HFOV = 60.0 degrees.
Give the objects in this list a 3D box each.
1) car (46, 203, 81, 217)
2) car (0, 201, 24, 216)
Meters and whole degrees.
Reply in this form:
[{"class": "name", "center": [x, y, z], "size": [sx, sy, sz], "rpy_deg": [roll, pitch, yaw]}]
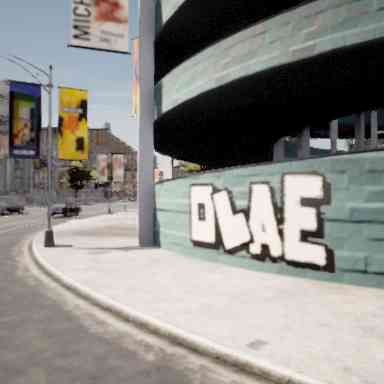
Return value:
[{"class": "car", "center": [-13.522, 1.859, 35.329], "size": [2.033, 1.411, 5.357], "rpy_deg": [0, -1, 2]}, {"class": "car", "center": [-20.586, 1.809, 36.896], "size": [2.128, 1.511, 4.902], "rpy_deg": [0, -1, 2]}]
